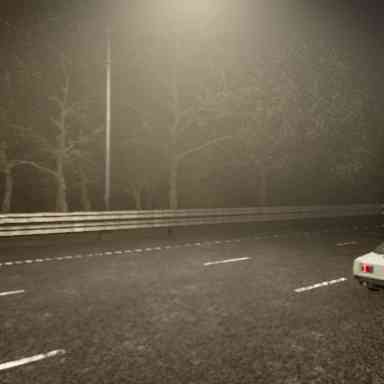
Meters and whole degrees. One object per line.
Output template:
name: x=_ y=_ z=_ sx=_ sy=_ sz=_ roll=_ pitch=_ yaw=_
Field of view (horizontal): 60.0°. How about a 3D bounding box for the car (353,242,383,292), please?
car: x=5.804 y=1.688 z=8.091 sx=4.718 sy=1.301 sz=1.895 roll=1 pitch=0 yaw=-42
